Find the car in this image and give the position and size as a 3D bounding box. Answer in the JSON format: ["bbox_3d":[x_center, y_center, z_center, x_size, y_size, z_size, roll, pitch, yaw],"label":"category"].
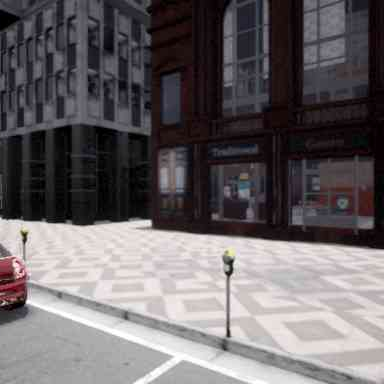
[{"bbox_3d":[-5.120,1.478,6.621,4.097,1.590,1.967,0,0,36],"label":"car"}]
